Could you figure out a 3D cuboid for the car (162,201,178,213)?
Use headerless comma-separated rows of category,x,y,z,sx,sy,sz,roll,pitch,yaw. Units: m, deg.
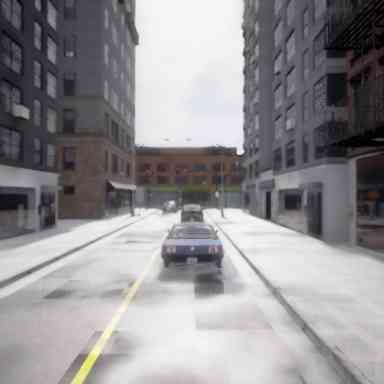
car,-2.810,1.931,42.866,2.128,1.511,4.902,0,-1,1

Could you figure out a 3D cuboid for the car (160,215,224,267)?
car,0.031,1.714,11.830,1.895,1.301,4.718,0,-1,1

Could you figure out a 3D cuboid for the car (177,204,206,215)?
car,0.033,1.783,27.499,1.837,1.490,4.892,0,0,1
